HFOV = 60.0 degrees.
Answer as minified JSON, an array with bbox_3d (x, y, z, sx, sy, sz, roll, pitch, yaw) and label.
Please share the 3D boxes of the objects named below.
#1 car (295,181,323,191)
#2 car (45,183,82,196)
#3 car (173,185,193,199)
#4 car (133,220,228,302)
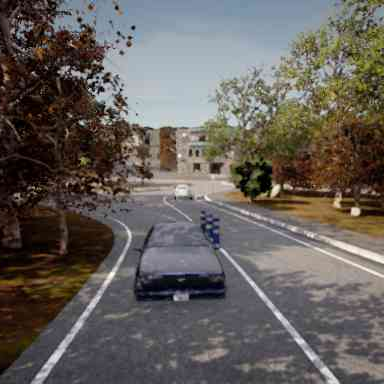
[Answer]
[{"bbox_3d":[19.150,-1.026,54.906,4.892,1.490,1.837,4,4,-2],"label":"car"},{"bbox_3d":[-14.696,-0.254,38.254,4.892,1.490,1.837,0,6,-5],"label":"car"},{"bbox_3d":[-0.961,-0.074,36.396,1.812,1.442,4.674,0,5,-2],"label":"car"},{"bbox_3d":[-0.410,1.490,8.710,2.033,1.411,5.357,0,1,-5],"label":"car"}]
